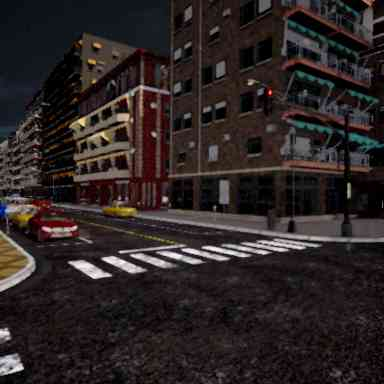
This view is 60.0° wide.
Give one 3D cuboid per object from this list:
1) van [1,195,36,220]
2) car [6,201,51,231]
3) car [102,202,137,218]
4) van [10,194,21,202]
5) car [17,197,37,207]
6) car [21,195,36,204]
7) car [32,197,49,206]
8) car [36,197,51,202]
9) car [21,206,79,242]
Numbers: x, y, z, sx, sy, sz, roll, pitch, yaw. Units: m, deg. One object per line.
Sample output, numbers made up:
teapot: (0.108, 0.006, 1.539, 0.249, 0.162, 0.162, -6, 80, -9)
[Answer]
van: (-13.427, 1.314, 25.360, 1.690, 1.788, 3.998, 1, 0, -36)
car: (-10.028, 1.503, 20.617, 1.752, 1.417, 4.829, 1, 0, -36)
car: (-6.718, 1.583, 30.380, 1.752, 1.417, 4.829, 1, 0, -36)
van: (-42.919, 1.407, 80.872, 1.690, 1.788, 3.998, 1, 0, -36)
car: (-26.736, 1.560, 53.851, 2.033, 1.411, 5.357, 1, 0, -36)
car: (-33.020, 1.485, 67.063, 1.967, 1.590, 4.097, 1, 0, -36)
car: (-26.519, 1.565, 57.996, 1.752, 1.417, 4.829, 1, 0, -36)
car: (-20.697, 1.496, 45.438, 1.882, 1.535, 5.008, 1, 0, -36)
car: (-6.829, 1.567, 16.153, 1.802, 1.307, 4.206, 1, 0, -36)
